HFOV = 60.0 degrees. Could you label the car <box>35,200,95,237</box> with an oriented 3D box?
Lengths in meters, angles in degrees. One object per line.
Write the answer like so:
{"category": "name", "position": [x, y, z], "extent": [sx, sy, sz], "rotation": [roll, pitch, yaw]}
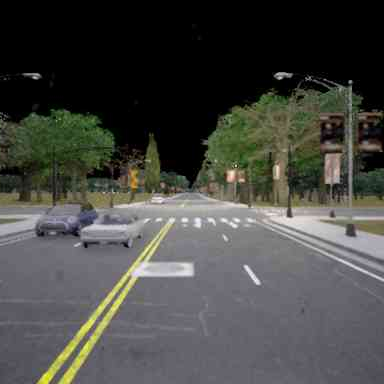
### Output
{"category": "car", "position": [-6.557, 1.357, 17.943], "extent": [2.097, 1.767, 4.553], "rotation": [0, 0, 0]}

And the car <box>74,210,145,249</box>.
{"category": "car", "position": [-3.330, 1.600, 14.707], "extent": [1.895, 1.301, 4.718], "rotation": [0, 0, 0]}

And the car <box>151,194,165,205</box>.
{"category": "car", "position": [-6.503, 1.393, 63.741], "extent": [2.150, 2.045, 5.566], "rotation": [0, 1, 0]}
